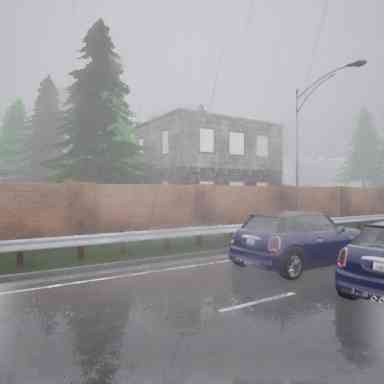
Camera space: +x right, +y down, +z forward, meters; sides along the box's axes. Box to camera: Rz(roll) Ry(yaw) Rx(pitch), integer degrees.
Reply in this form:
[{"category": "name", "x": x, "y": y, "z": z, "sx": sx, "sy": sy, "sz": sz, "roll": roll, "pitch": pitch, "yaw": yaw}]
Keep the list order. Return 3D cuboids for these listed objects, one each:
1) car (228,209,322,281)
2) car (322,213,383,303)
[{"category": "car", "x": 3.356, "y": 1.352, "z": 10.072, "sx": 4.553, "sy": 1.767, "sz": 2.097, "roll": 0, "pitch": 0, "yaw": -33}, {"category": "car", "x": 5.139, "y": 1.352, "z": 7.057, "sx": 4.553, "sy": 1.767, "sz": 2.097, "roll": 0, "pitch": 0, "yaw": -33}]
